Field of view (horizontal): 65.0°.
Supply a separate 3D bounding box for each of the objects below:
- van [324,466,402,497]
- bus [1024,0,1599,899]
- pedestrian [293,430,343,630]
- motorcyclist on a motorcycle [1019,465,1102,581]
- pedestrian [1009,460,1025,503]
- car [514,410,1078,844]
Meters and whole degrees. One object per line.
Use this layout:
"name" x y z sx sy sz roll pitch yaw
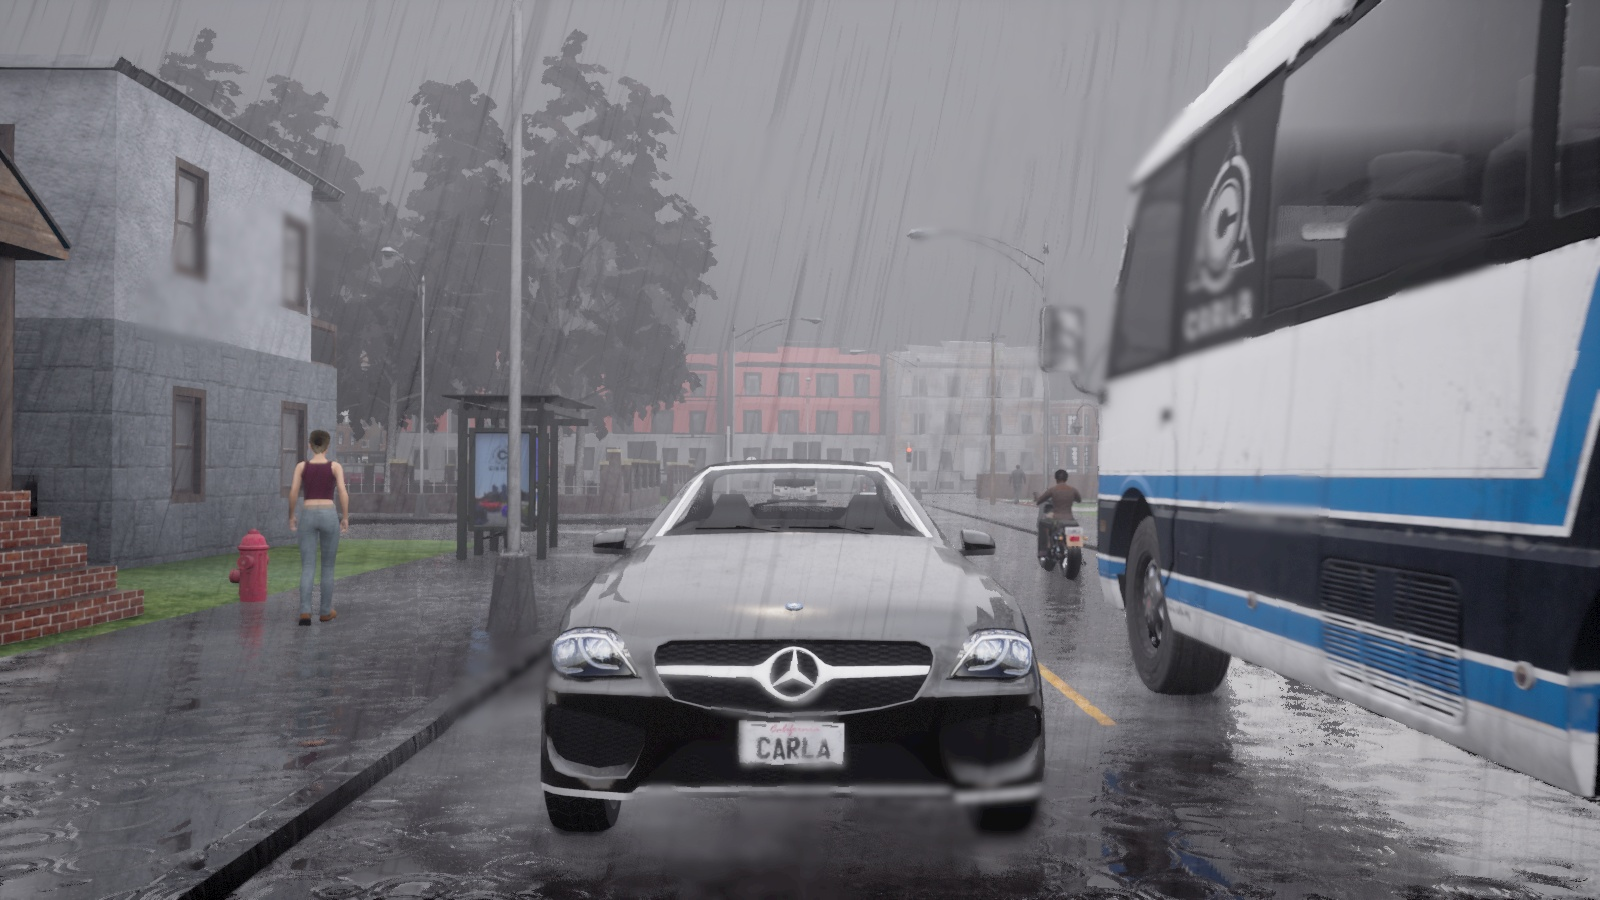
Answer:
"van" -28.225 2.041 81.259 4.442 1.987 1.775 0 -1 0
"bus" 3.976 -0.479 5.926 3.944 4.253 10.273 0 -1 0
"pedestrian" -4.550 0.742 11.881 0.345 1.836 0.594 0 -1 -11
"motorcyclist on a motorcycle" 3.933 1.070 19.154 0.766 1.649 2.350 0 -1 0
"pedestrian" 9.606 1.390 55.542 0.563 1.883 0.849 -1 -1 19
"car" -0.029 0.716 7.320 2.152 1.651 5.027 0 -1 0
